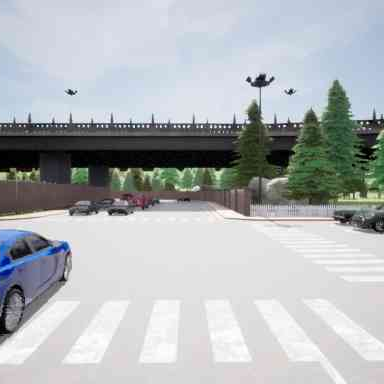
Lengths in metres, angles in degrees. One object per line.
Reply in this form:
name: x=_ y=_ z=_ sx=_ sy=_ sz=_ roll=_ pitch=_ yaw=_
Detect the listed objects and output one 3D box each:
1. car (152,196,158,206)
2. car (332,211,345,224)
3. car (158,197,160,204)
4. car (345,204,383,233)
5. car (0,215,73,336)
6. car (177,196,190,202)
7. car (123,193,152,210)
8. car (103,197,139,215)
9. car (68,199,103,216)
car: x=-7.046 y=1.564 z=53.742 sx=1.994 sy=1.385 sz=4.181 roll=0 pitch=0 yaw=0
car: x=11.985 y=1.545 z=22.179 sx=4.718 sy=1.301 sz=1.895 roll=0 pitch=0 yaw=2
car: x=-7.197 y=1.547 z=64.403 sx=2.033 sy=1.411 sz=5.357 roll=0 pitch=0 yaw=-3
car: x=11.481 y=1.297 z=18.671 sx=4.553 sy=1.767 sz=2.097 roll=0 pitch=0 yaw=2
car: x=-3.875 y=1.476 z=6.613 sx=1.882 sy=1.535 sz=5.008 roll=0 pitch=0 yaw=-5
car: x=-1.908 y=1.553 z=75.198 sx=1.994 sy=1.385 sz=4.181 roll=0 pitch=0 yaw=-19
car: x=-7.045 y=1.221 z=43.734 sx=2.150 sy=2.045 sz=5.566 roll=0 pitch=0 yaw=0
car: x=-7.043 y=1.547 z=33.560 sx=2.033 sy=1.411 sz=5.357 roll=0 pitch=0 yaw=0
car: x=-10.571 y=1.526 z=32.907 sx=1.812 sy=1.442 sz=4.674 roll=0 pitch=0 yaw=0
